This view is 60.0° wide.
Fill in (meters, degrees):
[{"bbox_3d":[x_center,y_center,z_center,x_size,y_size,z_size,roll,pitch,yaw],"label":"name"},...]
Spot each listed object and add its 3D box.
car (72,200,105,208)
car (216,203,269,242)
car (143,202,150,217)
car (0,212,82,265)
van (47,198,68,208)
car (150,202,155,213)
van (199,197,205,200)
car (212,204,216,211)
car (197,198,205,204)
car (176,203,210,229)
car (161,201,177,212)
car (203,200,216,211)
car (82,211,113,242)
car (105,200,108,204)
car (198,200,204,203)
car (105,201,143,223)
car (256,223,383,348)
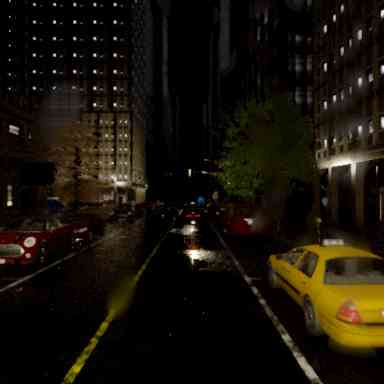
[{"bbox_3d":[-18.668,1.931,59.014,5.009,1.841,2.192,0,0,1],"label":"car"},{"bbox_3d":[2.667,1.498,17.454,2.192,1.841,5.009,0,-1,0],"label":"car"},{"bbox_3d":[-5.787,1.922,34.009,1.947,1.339,4.313,0,-1,0],"label":"car"},{"bbox_3d":[-5.707,1.565,11.916,1.967,1.590,4.097,0,-1,0],"label":"car"},{"bbox_3d":[-24.208,1.950,59.066,3.998,1.788,1.690,0,0,1],"label":"van"},{"bbox_3d":[-5.868,2.002,43.686,1.887,1.381,4.507,0,-1,0],"label":"car"},{"bbox_3d":[2.595,2.263,88.664,1.690,1.788,3.998,0,-1,0],"label":"van"},{"bbox_3d":[2.663,1.785,22.975,1.887,1.381,4.507,0,-1,0],"label":"car"},{"bbox_3d":[2.590,2.531,94.358,2.008,1.369,4.403,0,-1,0],"label":"car"},{"bbox_3d":[0.075,1.754,23.848,1.837,1.490,4.892,0,-1,0],"label":"car"},{"bbox_3d":[-3.047,2.022,45.977,1.812,1.442,4.674,0,-1,0],"label":"car"},{"bbox_3d":[2.770,2.054,45.071,1.802,1.307,4.206,0,-1,0],"label":"car"},{"bbox_3d":[-5.711,1.765,17.439,1.802,1.307,4.206,0,-1,0],"label":"car"},{"bbox_3d":[-18.590,2.210,67.393,4.403,1.369,2.008,0,0,1],"label":"car"},{"bbox_3d":[0.058,1.988,40.579,1.994,1.385,4.181,0,-1,0],"label":"car"},{"bbox_3d":[-5.724,1.739,28.488,1.967,1.590,4.097,0,-1,0],"label":"car"},{"bbox_3d":[2.679,1.595,6.573,1.752,1.417,4.829,0,-1,0],"label":"car"}]
